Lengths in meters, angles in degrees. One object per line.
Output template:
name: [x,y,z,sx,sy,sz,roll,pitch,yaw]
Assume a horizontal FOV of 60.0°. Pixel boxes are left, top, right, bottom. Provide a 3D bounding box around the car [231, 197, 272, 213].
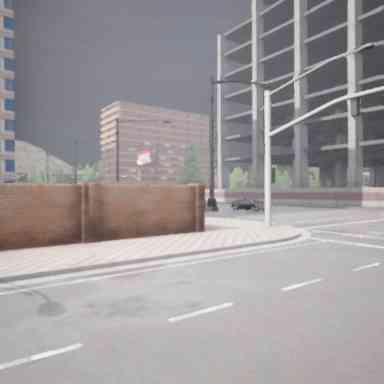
car: [6.165,1.308,34.807,2.128,1.511,4.902,-1,0,-35]
